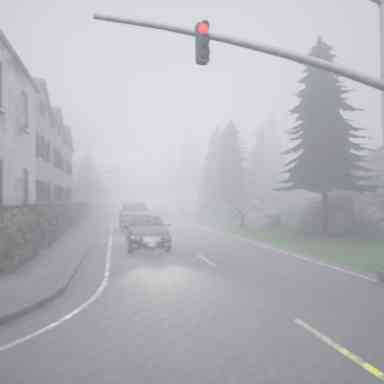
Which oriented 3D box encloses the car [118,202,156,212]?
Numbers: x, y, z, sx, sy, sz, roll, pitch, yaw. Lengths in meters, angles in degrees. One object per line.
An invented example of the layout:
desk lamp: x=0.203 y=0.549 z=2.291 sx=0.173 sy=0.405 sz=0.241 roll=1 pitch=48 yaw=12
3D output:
car: x=-4.340 y=1.812 z=25.150 sx=2.150 sy=2.045 sz=5.566 roll=-1 pitch=-1 yaw=-13

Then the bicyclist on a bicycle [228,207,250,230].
bicyclist on a bicycle: x=3.312 y=1.880 z=23.526 sx=1.656 sy=1.620 sz=0.582 roll=-1 pitch=-1 yaw=-13

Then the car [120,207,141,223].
car: x=-6.536 y=2.390 z=34.936 sx=1.994 sy=1.385 sz=4.181 roll=-1 pitch=-1 yaw=-13

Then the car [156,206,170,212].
car: x=-3.759 y=2.354 z=39.170 sx=2.128 sy=1.511 sz=4.902 roll=-1 pitch=-1 yaw=-13

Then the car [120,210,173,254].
car: x=-2.114 y=1.848 z=15.431 sx=2.128 sy=1.511 sz=4.902 roll=-1 pitch=-1 yaw=-13
